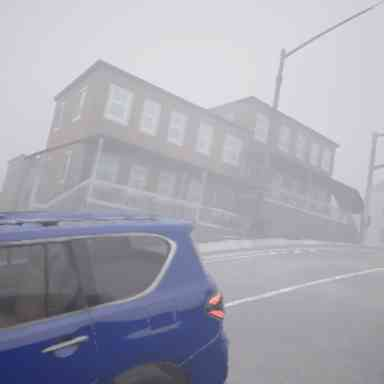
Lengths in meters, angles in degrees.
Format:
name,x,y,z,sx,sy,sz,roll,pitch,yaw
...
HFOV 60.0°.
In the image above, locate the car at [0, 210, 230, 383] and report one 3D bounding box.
name,x,y,z,sx,sy,sz,roll,pitch,yaw
car,-2.245,1.221,2.389,5.566,2.045,2.150,0,0,-35
